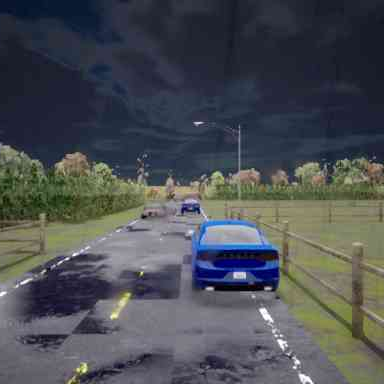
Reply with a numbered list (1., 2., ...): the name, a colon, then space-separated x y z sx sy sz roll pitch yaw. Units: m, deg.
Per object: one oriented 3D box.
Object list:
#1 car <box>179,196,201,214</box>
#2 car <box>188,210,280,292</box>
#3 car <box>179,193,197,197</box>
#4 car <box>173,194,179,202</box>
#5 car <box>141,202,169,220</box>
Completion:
1. car: -0.113 1.463 34.940 1.882 1.535 5.008 0 0 0
2. car: 0.919 1.477 8.967 1.882 1.535 5.008 0 0 0
3. car: -0.229 1.194 45.371 2.150 2.045 5.566 0 0 0
4. car: -3.148 1.274 76.617 2.097 1.767 4.553 0 0 0
5. car: -2.990 1.556 27.388 1.994 1.385 4.181 0 0 0
